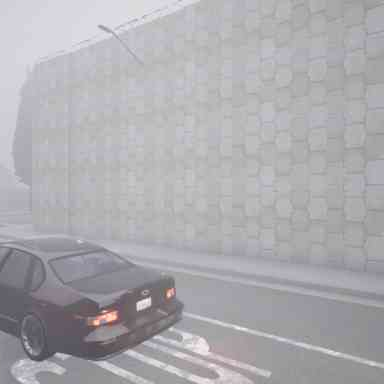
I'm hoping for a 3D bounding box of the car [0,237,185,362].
[{"bbox_3d":[-2.693,1.547,5.902,5.357,1.411,2.033,0,0,35],"label":"car"}]
